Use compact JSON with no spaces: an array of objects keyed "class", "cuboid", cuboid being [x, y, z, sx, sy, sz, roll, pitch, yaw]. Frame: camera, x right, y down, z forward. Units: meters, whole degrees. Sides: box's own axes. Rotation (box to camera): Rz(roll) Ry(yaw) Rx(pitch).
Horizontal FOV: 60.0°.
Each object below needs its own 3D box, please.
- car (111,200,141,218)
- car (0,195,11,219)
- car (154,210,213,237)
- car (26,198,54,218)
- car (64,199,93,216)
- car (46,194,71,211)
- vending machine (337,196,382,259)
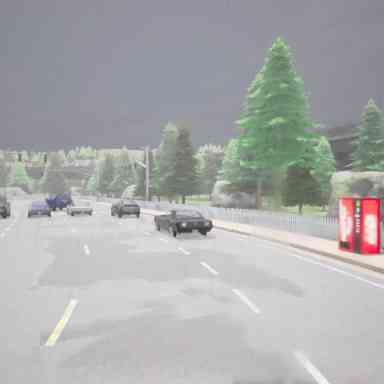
[{"class":"car","cuboid":[-6.107,1.491,30.316,2.128,1.511,4.902,0,0,-25]},{"class":"car","cuboid":[-17.199,1.311,29.090,2.150,2.045,5.566,0,0,-25]},{"class":"car","cuboid":[-0.657,1.600,18.102,1.895,1.301,4.718,0,0,-21]},{"class":"car","cuboid":[-14.038,1.546,30.592,1.812,1.442,4.674,0,0,-25]},{"class":"car","cuboid":[-10.982,1.601,32.348,1.895,1.301,4.718,0,0,-27]},{"class":"car","cuboid":[-16.381,1.233,40.571,2.150,2.045,5.566,0,0,-39]},{"class":"vending machine","cuboid":[5.851,1.195,11.670,1.100,2.100,0.880,0,0,-15]}]
